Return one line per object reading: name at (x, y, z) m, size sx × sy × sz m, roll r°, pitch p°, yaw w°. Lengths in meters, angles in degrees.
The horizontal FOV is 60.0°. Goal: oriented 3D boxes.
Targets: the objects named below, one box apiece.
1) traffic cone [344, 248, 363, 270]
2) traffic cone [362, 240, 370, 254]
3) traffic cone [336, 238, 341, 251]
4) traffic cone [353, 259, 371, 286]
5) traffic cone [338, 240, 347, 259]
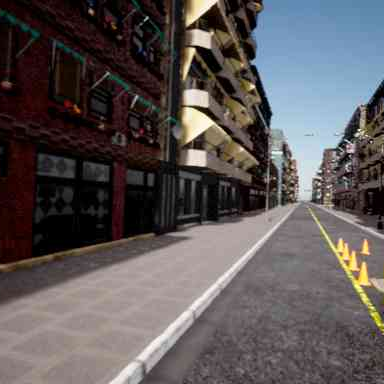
traffic cone at (5.351, 2.264, 11.037) m, size 0.340 × 0.580 × 0.340 m, roll 2°, pitch -1°, yaw 19°
traffic cone at (7.567, 2.382, 14.512) m, size 0.340 × 0.580 × 0.340 m, roll 2°, pitch -1°, yaw 19°
traffic cone at (6.620, 2.348, 14.829) m, size 0.340 × 0.580 × 0.340 m, roll 2°, pitch -1°, yaw 19°
traffic cone at (4.717, 2.222, 9.141) m, size 0.340 × 0.580 × 0.340 m, roll 2°, pitch -1°, yaw 19°
traffic cone at (5.986, 2.306, 12.933) m, size 0.340 × 0.580 × 0.340 m, roll 2°, pitch -1°, yaw 19°
